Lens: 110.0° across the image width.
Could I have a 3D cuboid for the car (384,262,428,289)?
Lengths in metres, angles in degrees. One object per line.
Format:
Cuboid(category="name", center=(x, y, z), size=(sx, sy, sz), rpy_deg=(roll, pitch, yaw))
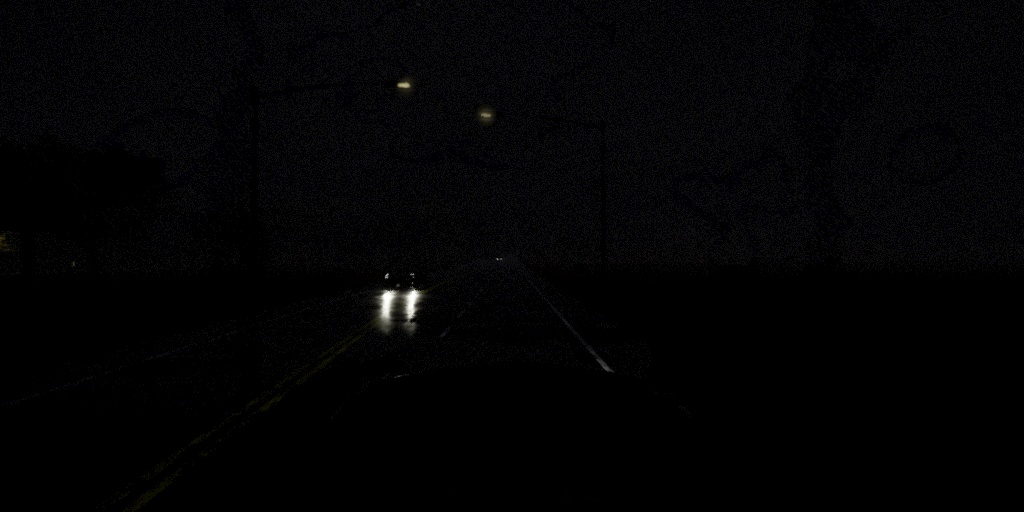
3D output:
Cuboid(category="car", center=(-7.176, 1.261, 24.643), size=(2.097, 1.767, 4.553), rpy_deg=(0, 0, -2))
